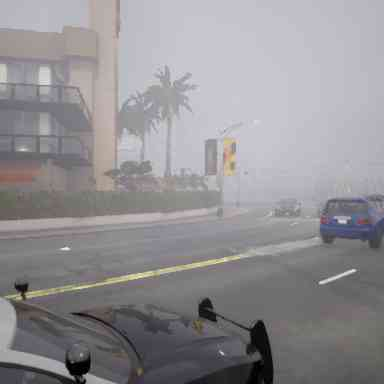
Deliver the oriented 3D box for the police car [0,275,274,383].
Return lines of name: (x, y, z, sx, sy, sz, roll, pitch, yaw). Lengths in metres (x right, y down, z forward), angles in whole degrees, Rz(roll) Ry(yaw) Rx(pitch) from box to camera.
police car: (-1.551, 1.422, 2.173, 5.238, 1.638, 1.930, 0, 0, -36)

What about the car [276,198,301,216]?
car: (9.235, 1.387, 31.690, 2.097, 1.767, 4.553, 0, 0, 19)

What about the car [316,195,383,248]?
car: (7.652, 1.252, 15.103, 2.150, 2.045, 5.566, 0, 0, 41)

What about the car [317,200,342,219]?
car: (12.534, 1.546, 30.522, 1.837, 1.490, 4.892, 0, 0, 19)
